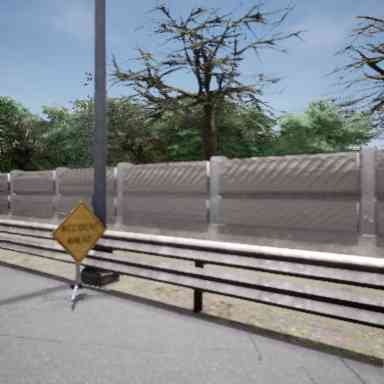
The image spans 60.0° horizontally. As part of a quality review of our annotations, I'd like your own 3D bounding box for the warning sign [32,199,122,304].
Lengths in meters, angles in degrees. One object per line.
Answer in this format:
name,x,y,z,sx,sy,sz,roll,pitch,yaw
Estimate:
warning sign,-2.335,1.105,6.864,1.060,1.860,1.300,2,0,36
